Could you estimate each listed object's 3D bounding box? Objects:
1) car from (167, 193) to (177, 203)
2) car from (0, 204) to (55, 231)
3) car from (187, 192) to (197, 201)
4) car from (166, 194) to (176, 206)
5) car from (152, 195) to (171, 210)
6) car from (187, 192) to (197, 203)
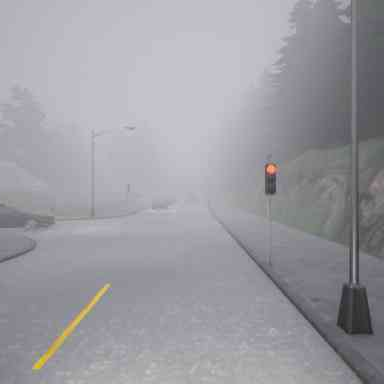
[{"bbox_3d":[-4.068,1.221,64.451,2.150,2.045,5.566,0,0,0],"label":"car"},{"bbox_3d":[-10.786,1.477,19.738,5.008,1.535,1.882,0,0,-3],"label":"car"},{"bbox_3d":[-0.033,1.108,78.387,2.150,2.045,5.566,0,0,0],"label":"car"},{"bbox_3d":[-4.113,1.477,53.772,1.882,1.535,5.008,0,0,0],"label":"car"},{"bbox_3d":[-4.103,1.525,43.481,1.812,1.442,4.674,0,0,0],"label":"car"},{"bbox_3d":[-0.028,1.351,68.291,2.097,1.767,4.553,0,0,0],"label":"car"}]
